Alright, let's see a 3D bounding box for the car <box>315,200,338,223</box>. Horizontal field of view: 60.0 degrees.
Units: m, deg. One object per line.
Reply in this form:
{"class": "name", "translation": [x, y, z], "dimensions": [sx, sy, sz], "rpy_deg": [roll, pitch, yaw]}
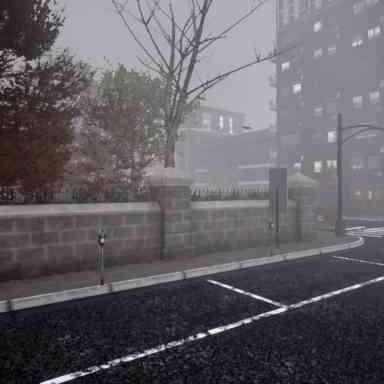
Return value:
{"class": "car", "translation": [10.241, 1.738, 28.512], "dimensions": [1.882, 1.535, 5.008], "rpy_deg": [0, -1, -37]}

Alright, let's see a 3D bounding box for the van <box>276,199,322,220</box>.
{"class": "van", "translation": [10.421, 1.646, 32.627], "dimensions": [1.690, 1.788, 3.998], "rpy_deg": [-1, 0, -36]}
